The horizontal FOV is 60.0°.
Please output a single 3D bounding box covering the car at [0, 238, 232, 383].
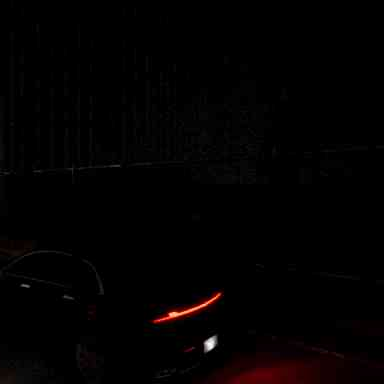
[{"bbox_3d":[-1.743,1.504,5.259,4.892,1.490,1.837,0,0,36],"label":"car"}]
